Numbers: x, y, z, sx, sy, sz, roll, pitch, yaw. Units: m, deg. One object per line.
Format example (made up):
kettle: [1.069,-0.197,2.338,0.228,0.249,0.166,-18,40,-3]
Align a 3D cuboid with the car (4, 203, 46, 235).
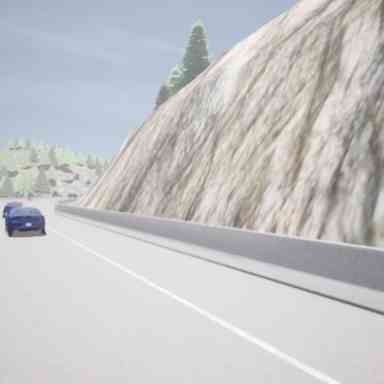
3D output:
car: [-10.054,1.631,19.974,1.882,1.535,5.008,0,-1,-31]
